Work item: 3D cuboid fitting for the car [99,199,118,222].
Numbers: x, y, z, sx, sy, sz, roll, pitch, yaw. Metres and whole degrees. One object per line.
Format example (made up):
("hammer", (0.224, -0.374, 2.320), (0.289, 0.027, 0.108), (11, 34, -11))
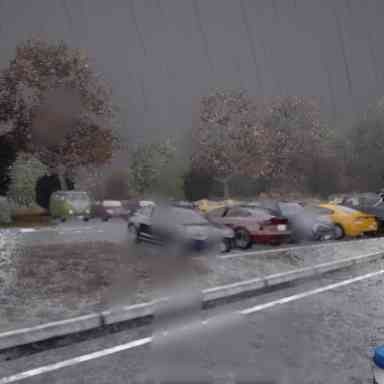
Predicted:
("car", (-5.936, 1.254, 23.729), (2.002, 1.452, 4.674), (2, -1, -35))

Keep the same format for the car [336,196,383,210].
("car", (21.497, 1.338, 42.890), (2.097, 1.535, 5.008), (-1, 1, -35))

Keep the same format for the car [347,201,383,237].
("car", (6.278, 1.339, 16.295), (2.097, 1.535, 5.008), (1, -1, -35))

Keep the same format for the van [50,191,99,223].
("van", (-8.049, 0.931, 22.096), (1.878, 1.987, 4.442), (1, 0, -35))

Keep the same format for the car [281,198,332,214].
("car", (12.466, 1.445, 36.569), (2.231, 1.521, 4.892), (0, 0, -35))

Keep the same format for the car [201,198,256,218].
("car", (3.210, 1.407, 30.339), (1.946, 1.575, 5.366), (1, -1, -35))

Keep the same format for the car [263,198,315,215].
("car", (10.073, 1.450, 34.899), (2.097, 1.535, 5.008), (0, 0, -35))

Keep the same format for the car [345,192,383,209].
("car", (23.767, 1.039, 44.502), (2.435, 2.045, 5.566), (-1, 1, -35))

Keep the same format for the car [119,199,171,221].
("car", (-3.654, 1.315, 25.323), (2.002, 1.452, 4.674), (2, -1, -35))

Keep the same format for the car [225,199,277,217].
("car", (5.510, 1.464, 31.684), (2.163, 1.488, 4.792), (1, 0, -35))

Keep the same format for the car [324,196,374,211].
("car", (19.320, 1.375, 41.136), (1.946, 1.575, 5.366), (-1, 0, -35))

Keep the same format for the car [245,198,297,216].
("car", (7.785, 1.446, 33.302), (2.097, 1.535, 5.008), (0, 0, -35))

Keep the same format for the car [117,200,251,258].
("car", (-0.553, 1.193, 11.496), (2.163, 1.488, 4.792), (2, -1, -35))

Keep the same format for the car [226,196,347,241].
("car", (3.981, 1.160, 14.736), (2.185, 1.767, 4.553), (1, -1, -35))

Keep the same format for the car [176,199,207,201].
("car", (-1.281, 1.360, 27.012), (2.163, 1.488, 4.792), (1, -1, -35))

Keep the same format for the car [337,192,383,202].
("car", (8.552, 1.132, 17.925), (2.435, 2.045, 5.566), (1, -1, -35))

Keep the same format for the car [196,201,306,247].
("car", (1.696, 1.254, 13.138), (2.163, 1.488, 4.792), (2, -1, -35))
